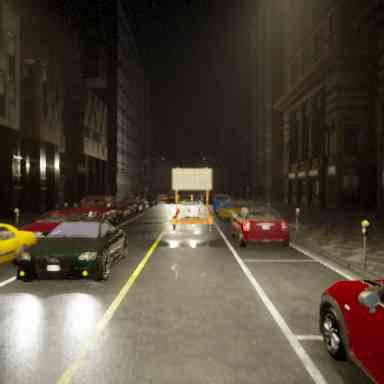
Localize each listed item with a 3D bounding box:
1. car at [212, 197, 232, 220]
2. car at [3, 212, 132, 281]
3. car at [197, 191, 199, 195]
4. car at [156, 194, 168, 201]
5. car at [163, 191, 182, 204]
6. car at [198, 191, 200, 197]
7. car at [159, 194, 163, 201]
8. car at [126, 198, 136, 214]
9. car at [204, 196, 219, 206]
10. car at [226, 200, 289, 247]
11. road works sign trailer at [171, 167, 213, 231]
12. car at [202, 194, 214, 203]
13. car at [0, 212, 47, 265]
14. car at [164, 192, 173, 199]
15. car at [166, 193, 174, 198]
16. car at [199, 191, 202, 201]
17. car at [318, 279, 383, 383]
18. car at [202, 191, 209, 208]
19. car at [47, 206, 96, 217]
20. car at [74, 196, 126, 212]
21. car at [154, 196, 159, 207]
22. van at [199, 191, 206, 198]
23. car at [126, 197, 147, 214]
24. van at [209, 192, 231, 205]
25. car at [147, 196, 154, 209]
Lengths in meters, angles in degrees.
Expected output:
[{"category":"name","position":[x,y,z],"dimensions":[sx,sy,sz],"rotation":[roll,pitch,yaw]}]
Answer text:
[{"category":"car","position":[2.767,1.330,25.754],"dimensions":[1.752,1.417,4.829],"rotation":[0,0,0]},{"category":"car","position":[-3.097,1.491,9.412],"dimensions":[1.994,1.385,4.181],"rotation":[0,0,0]},{"category":"car","position":[2.780,0.891,75.997],"dimensions":[1.967,1.590,4.097],"rotation":[0,0,0]},{"category":"car","position":[-5.748,1.072,64.786],"dimensions":[1.887,1.381,4.507],"rotation":[0,0,0]},{"category":"car","position":[-3.061,0.971,51.541],"dimensions":[2.097,1.767,4.553],"rotation":[0,0,0]},{"category":"car","position":[2.777,0.967,64.794],"dimensions":[1.967,1.590,4.097],"rotation":[0,0,0]},{"category":"car","position":[-5.752,1.209,47.979],"dimensions":[1.947,1.339,4.313],"rotation":[0,0,0]},{"category":"car","position":[-5.758,1.388,25.573],"dimensions":[1.802,1.307,4.206],"rotation":[0,0,0]},{"category":"car","position":[2.773,1.225,47.991],"dimensions":[1.802,1.307,4.206],"rotation":[0,0,0]},{"category":"car","position":[2.764,1.330,14.380],"dimensions":[1.967,1.590,4.097],"rotation":[0,0,0]},{"category":"road works sign trailer","position":[0.005,0.316,19.417],"dimensions":[2.380,3.560,2.880],"rotation":[0,0,0]},{"category":"car","position":[2.776,1.131,59.193],"dimensions":[1.947,1.339,4.313],"rotation":[0,0,0]},{"category":"car","position":[-5.762,1.459,8.596],"dimensions":[1.752,1.417,4.829],"rotation":[0,0,0]},{"category":"car","position":[-5.744,0.852,81.591],"dimensions":[1.967,1.590,4.097],"rotation":[0,0,0]},{"category":"car","position":[-5.742,0.919,87.193],"dimensions":[1.887,1.381,4.507],"rotation":[0,0,0]},{"category":"car","position":[2.773,0.919,53.590],"dimensions":[2.192,1.841,5.009],"rotation":[0,0,0]},{"category":"car","position":[2.761,1.415,3.177],"dimensions":[1.967,1.590,4.097],"rotation":[0,0,0]},{"category":"car","position":[2.770,0.998,42.387],"dimensions":[2.192,1.841,5.009],"rotation":[0,0,0]},{"category":"car","position":[-5.761,1.472,14.368],"dimensions":[1.802,1.307,4.206],"rotation":[0,0,0]},{"category":"car","position":[-5.760,1.163,19.969],"dimensions":[2.192,1.841,5.009],"rotation":[0,0,0]},{"category":"car","position":[-5.754,1.249,42.378],"dimensions":[1.947,1.339,4.313],"rotation":[0,0,0]},{"category":"van","position":[2.782,0.715,87.199],"dimensions":[1.690,1.788,3.998],"rotation":[0,0,0]},{"category":"car","position":[-5.757,1.204,31.173],"dimensions":[1.967,1.590,4.097],"rotation":[0,0,0]},{"category":"van","position":[2.768,1.105,31.184],"dimensions":[1.690,1.788,3.998],"rotation":[0,0,0]},{"category":"car","position":[-5.755,1.274,36.776],"dimensions":[2.008,1.369,4.403],"rotation":[0,0,0]}]
